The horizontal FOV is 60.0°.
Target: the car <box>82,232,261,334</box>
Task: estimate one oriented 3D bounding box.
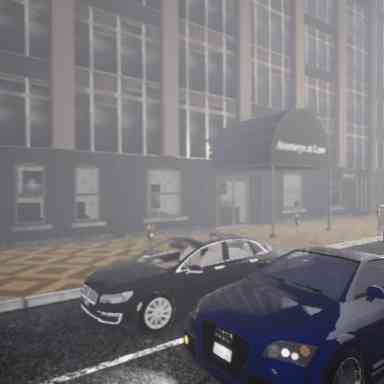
[{"bbox_3d":[0.087,1.527,6.624,4.403,1.369,2.008,0,0,-36],"label":"car"}]

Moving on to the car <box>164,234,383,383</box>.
[{"bbox_3d":[1.950,1.537,4.770,4.181,1.385,1.994,0,0,-36],"label":"car"}]
